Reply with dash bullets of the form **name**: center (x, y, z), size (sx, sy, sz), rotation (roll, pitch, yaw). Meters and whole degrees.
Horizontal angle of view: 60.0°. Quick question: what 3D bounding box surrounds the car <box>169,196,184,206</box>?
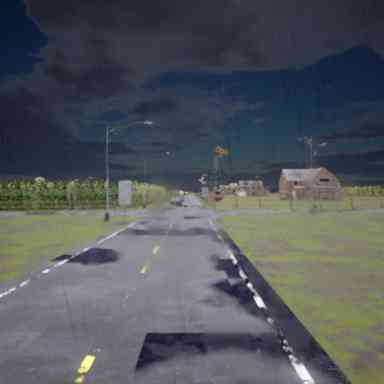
- **car**: center (-2.730, 1.517, 56.084), size (1.882, 1.535, 5.008), rotation (0, 1, 0)

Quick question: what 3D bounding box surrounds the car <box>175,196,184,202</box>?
- **car**: center (-2.725, 1.568, 74.054), size (1.994, 1.385, 4.181), rotation (0, 0, 0)
